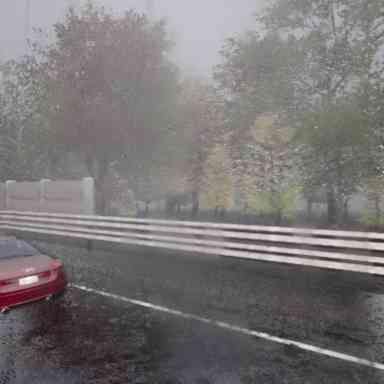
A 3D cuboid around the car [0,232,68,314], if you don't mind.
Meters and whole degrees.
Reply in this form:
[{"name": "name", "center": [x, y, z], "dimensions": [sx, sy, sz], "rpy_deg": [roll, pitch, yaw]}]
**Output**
[{"name": "car", "center": [-4.592, 1.572, 7.168], "dimensions": [4.181, 1.385, 1.994], "rpy_deg": [0, 0, 35]}]
